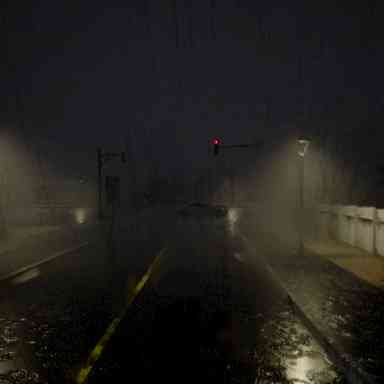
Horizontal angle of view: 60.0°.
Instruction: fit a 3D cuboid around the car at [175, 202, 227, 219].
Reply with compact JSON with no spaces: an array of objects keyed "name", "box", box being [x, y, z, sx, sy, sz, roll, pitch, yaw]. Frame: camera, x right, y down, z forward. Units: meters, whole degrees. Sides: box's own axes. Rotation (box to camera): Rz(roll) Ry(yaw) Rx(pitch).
[{"name":"car","box":[0.821,1.635,30.152,4.674,1.442,1.812,0,-3,8]}]
